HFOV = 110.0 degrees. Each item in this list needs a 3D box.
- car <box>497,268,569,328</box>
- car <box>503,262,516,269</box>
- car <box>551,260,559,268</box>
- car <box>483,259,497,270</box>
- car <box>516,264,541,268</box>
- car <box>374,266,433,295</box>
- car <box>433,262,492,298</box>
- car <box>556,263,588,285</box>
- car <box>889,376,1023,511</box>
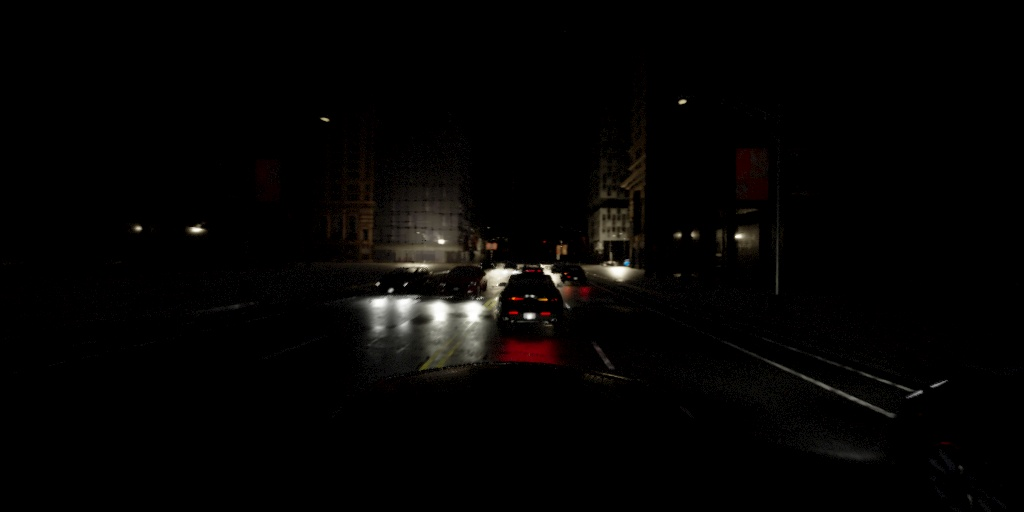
[{"bbox_3d":[0.599,1.300,11.616,1.837,1.490,4.892,1,0,3],"label":"car"},{"bbox_3d":[-0.240,1.538,54.901,1.895,1.301,4.718,1,0,4],"label":"car"},{"bbox_3d":[5.734,1.558,43.637,1.994,1.385,4.181,1,0,4],"label":"car"},{"bbox_3d":[-3.525,1.235,54.503,2.097,1.767,4.553,1,0,4],"label":"car"},{"bbox_3d":[1.685,1.370,29.782,2.128,1.511,4.902,1,0,3],"label":"car"},{"bbox_3d":[-5.624,1.273,19.751,2.033,1.411,5.357,1,0,3],"label":"car"},{"bbox_3d":[-2.418,1.251,18.944,1.882,1.535,5.008,1,0,3],"label":"car"},{"bbox_3d":[4.808,1.450,28.513,1.812,1.442,4.674,1,0,4],"label":"car"},{"bbox_3d":[4.273,1.168,1.191,2.097,1.767,4.553,1,0,3],"label":"car"}]
